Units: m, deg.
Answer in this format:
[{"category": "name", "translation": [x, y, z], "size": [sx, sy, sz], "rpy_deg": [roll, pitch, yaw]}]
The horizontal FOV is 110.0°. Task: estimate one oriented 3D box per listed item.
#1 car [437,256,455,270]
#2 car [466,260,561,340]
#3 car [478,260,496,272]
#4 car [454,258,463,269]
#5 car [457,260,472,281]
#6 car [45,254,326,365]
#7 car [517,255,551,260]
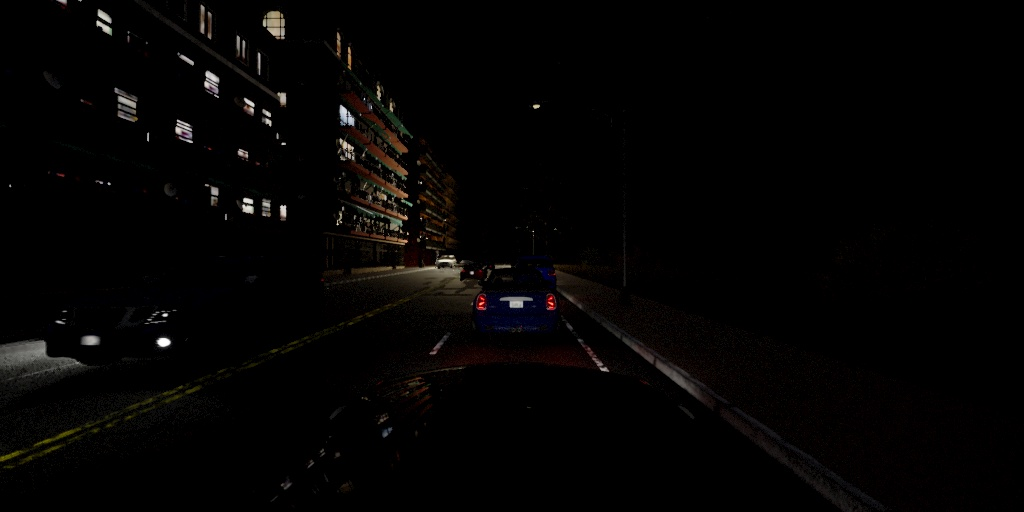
[{"category": "car", "translation": [-9.842, 0.965, 54.354], "size": [2.150, 2.045, 5.566], "rpy_deg": [0, 0, 0]}, {"category": "car", "translation": [0.097, 1.102, 10.161], "size": [2.097, 1.767, 4.553], "rpy_deg": [0, 0, 0]}, {"category": "car", "translation": [-3.150, 1.293, 46.132], "size": [2.033, 1.411, 5.357], "rpy_deg": [0, 0, 0]}, {"category": "car", "translation": [-6.597, 1.292, 51.690], "size": [2.033, 1.411, 5.357], "rpy_deg": [0, 0, 0]}, {"category": "car", "translation": [-3.150, 1.313, 30.246], "size": [1.994, 1.385, 4.181], "rpy_deg": [0, 0, 0]}, {"category": "car", "translation": [-6.603, 0.972, 8.381], "size": [2.150, 2.045, 5.566], "rpy_deg": [0, 0, 0]}, {"category": "car", "translation": [1.136, 0.975, 19.736], "size": [2.150, 2.045, 5.566], "rpy_deg": [0, 0, 0]}]
